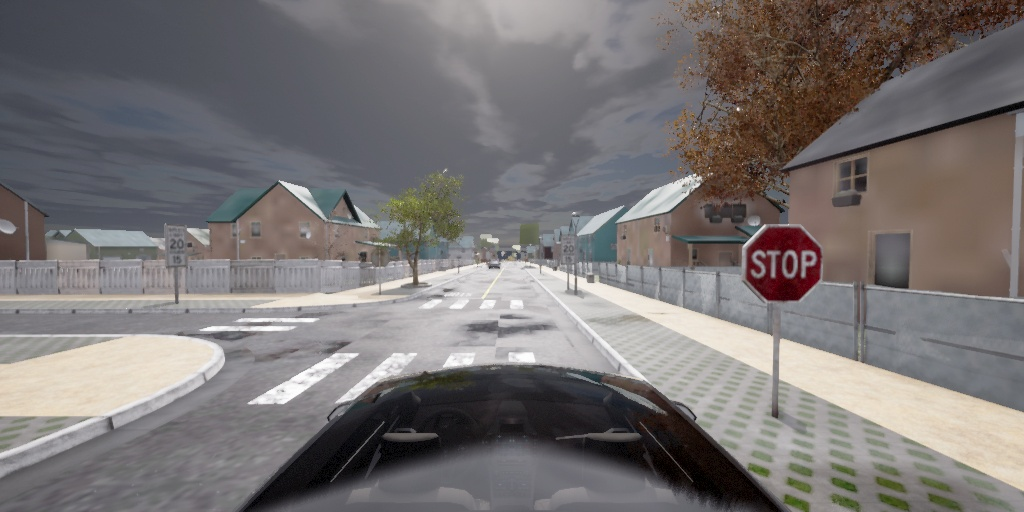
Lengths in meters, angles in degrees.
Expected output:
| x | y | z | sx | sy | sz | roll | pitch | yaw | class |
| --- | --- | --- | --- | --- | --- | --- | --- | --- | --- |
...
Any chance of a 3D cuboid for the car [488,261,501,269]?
| x | y | z | sx | sy | sz | roll | pitch | yaw | class |
| --- | --- | --- | --- | --- | --- | --- | --- | --- | --- |
| -2.749 | 1.437 | 57.102 | 2.033 | 1.411 | 5.357 | 0 | 0 | 0 | car |
